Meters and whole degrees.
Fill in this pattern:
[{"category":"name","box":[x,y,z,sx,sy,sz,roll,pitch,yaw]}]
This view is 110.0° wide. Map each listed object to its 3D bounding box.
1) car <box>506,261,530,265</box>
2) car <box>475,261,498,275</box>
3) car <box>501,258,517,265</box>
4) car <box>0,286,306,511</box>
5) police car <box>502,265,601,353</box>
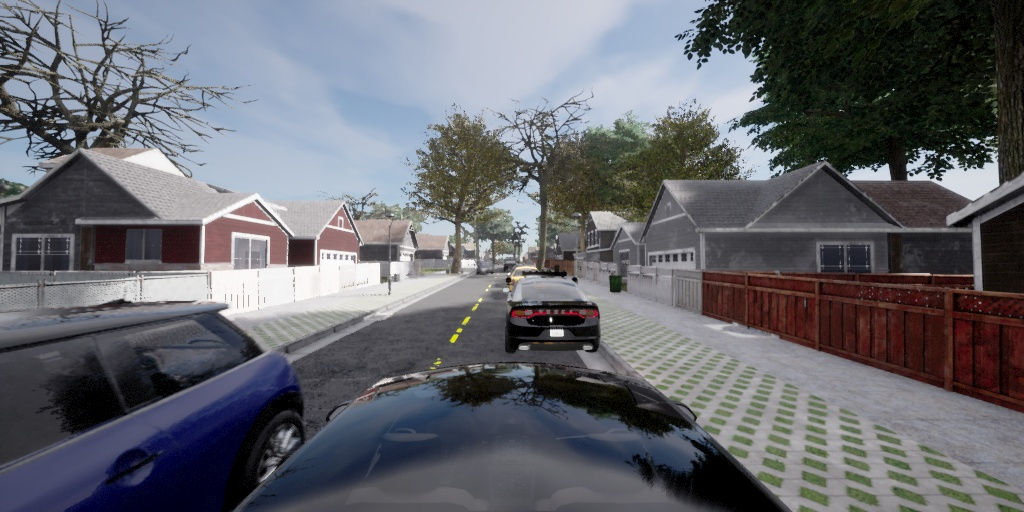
[{"category":"car","box":[0.737,1.220,19.104,1.801,1.575,5.366,0,0,0]},{"category":"car","box":[-2.947,1.315,39.956,2.128,1.511,4.902,0,0,0]},{"category":"car","box":[-0.200,1.342,49.566,1.882,1.535,5.008,0,0,0]},{"category":"car","box":[-2.845,1.102,1.223,2.097,1.767,4.553,0,0,0]},{"category":"police car","box":[0.791,1.180,9.017,1.930,1.638,5.238,0,0,0]}]
